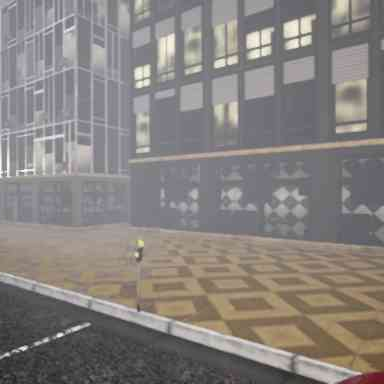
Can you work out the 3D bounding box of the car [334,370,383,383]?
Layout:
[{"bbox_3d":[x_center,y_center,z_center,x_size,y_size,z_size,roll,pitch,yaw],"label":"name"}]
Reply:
[{"bbox_3d":[2.609,1.537,1.012,4.507,1.381,1.887,0,0,35],"label":"car"}]
